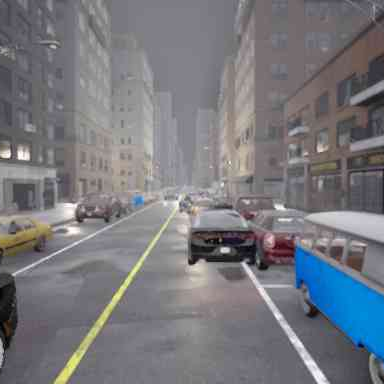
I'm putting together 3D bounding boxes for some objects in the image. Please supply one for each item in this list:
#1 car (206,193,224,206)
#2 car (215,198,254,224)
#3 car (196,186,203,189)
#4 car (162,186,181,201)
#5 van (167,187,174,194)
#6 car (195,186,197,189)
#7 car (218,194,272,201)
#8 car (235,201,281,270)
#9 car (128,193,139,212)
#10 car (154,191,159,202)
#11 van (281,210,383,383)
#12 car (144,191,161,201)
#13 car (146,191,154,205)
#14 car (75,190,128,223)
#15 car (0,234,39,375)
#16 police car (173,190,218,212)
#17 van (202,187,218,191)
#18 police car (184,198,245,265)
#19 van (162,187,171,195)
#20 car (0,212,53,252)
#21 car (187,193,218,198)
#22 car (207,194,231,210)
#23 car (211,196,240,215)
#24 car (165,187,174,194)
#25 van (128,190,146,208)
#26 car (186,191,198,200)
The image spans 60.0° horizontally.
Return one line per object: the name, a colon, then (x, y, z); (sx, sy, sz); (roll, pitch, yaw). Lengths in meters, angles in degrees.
car: (2.629, 0.845, 38.594); (1.802, 1.307, 4.206); (0, 1, 0)
car: (2.646, 1.154, 21.589); (1.947, 1.339, 4.313); (0, 1, 0)
car: (2.591, -0.068, 77.118); (1.967, 1.590, 4.097); (0, 1, 0)
car: (-3.054, 0.384, 50.040); (2.097, 1.767, 4.553); (0, 1, 0)
van: (-5.952, -0.510, 93.845); (1.690, 1.788, 3.998); (0, 1, 0)
car: (2.579, -0.421, 88.284); (2.192, 1.841, 5.009); (0, 1, 0)
car: (2.651, 1.011, 15.916); (2.192, 1.841, 5.009); (0, 1, 0)
car: (2.657, 1.243, 10.250); (1.967, 1.590, 4.097); (0, 1, 0)
car: (-5.885, 1.032, 27.235); (2.008, 1.369, 4.403); (0, 1, 0)
car: (-5.902, 0.680, 44.068); (1.752, 1.417, 4.829); (0, 1, 0)
van: (2.663, 1.251, 4.580); (1.690, 1.788, 3.998); (0, 1, 0)
car: (-5.908, 0.589, 49.904); (2.008, 1.369, 4.403); (0, 1, 0)
car: (-5.896, 0.792, 38.400); (1.752, 1.417, 4.829); (0, 1, 0)
car: (-5.880, 0.904, 21.564); (2.192, 1.841, 5.009); (0, 1, 0)
car: (-3.103, 1.435, 2.120); (1.882, 1.535, 5.008); (0, 1, 0)
police car: (0.247, 0.912, 26.902); (1.930, 1.638, 5.238); (0, 1, -17)
van: (2.623, 0.492, 44.258); (1.690, 1.788, 3.998); (0, 1, 0)
police car: (0.786, 1.214, 10.984); (1.930, 1.638, 5.238); (0, 1, -1)
van: (-5.935, -0.166, 77.090); (1.690, 1.788, 3.998); (0, 1, 0)
car: (-5.868, 1.332, 10.063); (1.752, 1.417, 4.829); (0, 1, 0)
car: (0.766, 1.054, 21.077); (1.801, 1.575, 5.366); (0, 1, 0)
car: (2.635, 0.924, 32.924); (2.008, 1.369, 4.403); (0, 1, 0)
car: (2.640, 1.046, 27.257); (1.947, 1.339, 4.313); (0, 1, 0)
car: (-5.946, -0.420, 88.260); (2.192, 1.841, 5.009); (0, 1, 0)
van: (-5.891, 0.715, 32.898); (1.690, 1.788, 3.998); (0, 1, 0)
car: (-0.055, 0.546, 54.496); (1.895, 1.301, 4.718); (0, 1, 0)
